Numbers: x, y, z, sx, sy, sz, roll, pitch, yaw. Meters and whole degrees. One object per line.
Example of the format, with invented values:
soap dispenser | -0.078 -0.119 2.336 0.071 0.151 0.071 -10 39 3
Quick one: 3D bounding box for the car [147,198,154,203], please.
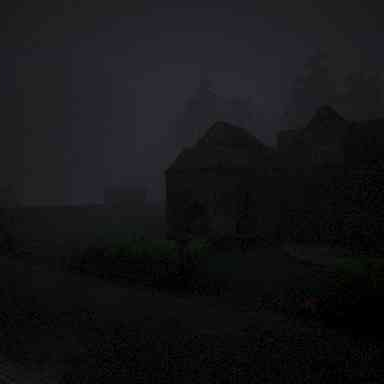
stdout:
car | -8.446 1.583 53.508 2.150 2.045 5.566 -1 0 35
